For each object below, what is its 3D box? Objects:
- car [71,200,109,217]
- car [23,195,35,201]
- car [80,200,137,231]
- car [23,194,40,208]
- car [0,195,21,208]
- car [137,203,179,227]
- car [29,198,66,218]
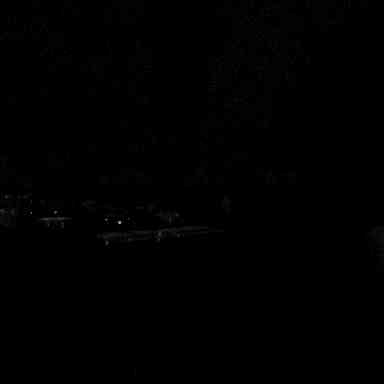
[{"bbox_3d":[-9.756,1.495,31.585,1.812,1.442,4.674,0,0,-38],"label":"car"},{"bbox_3d":[-41.535,1.501,84.609,2.033,1.411,5.357,0,0,-35],"label":"car"},{"bbox_3d":[-5.582,1.482,20.675,1.837,1.490,4.892,0,0,-38],"label":"car"},{"bbox_3d":[-23.062,1.329,48.528,2.097,1.767,4.553,0,0,-38],"label":"car"},{"bbox_3d":[-26.109,1.484,46.749,2.128,1.511,4.902,0,0,-38],"label":"car"},{"bbox_3d":[-2.764,1.490,22.755,1.812,1.442,4.674,0,0,-38],"label":"car"},{"bbox_3d":[-12.803,1.545,29.796,1.994,1.385,4.181,0,0,-38],"label":"car"}]
